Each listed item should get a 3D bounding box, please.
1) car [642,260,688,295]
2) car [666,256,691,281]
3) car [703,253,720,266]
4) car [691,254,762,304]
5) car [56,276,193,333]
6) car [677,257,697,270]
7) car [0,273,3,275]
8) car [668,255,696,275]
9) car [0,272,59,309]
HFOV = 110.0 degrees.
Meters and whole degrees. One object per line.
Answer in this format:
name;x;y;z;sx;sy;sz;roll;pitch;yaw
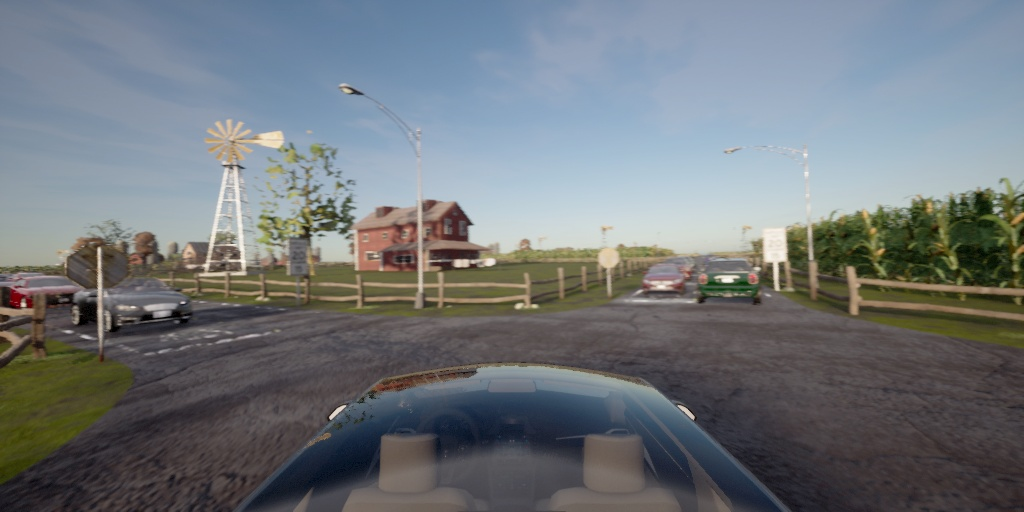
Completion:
car;7.908;1.139;18.566;1.812;1.442;4.674;-3;-1;27
car;12.133;0.883;26.568;2.097;1.767;4.553;-3;-1;28
car;30.038;0.473;54.138;2.097;1.767;4.553;-3;-1;28
car;9.012;0.874;14.865;2.097;1.767;4.553;-3;-1;33
car;-12.404;1.480;11.679;4.902;1.511;2.128;-1;-1;29
car;21.402;0.916;43.775;1.994;1.385;4.181;-3;-1;28
car;-33.461;2.022;23.146;4.181;1.385;1.994;-1;-1;29
car;16.701;0.795;35.113;2.097;1.767;4.553;-3;-1;28
car;-21.448;1.666;16.600;5.008;1.535;1.882;-1;-1;28
